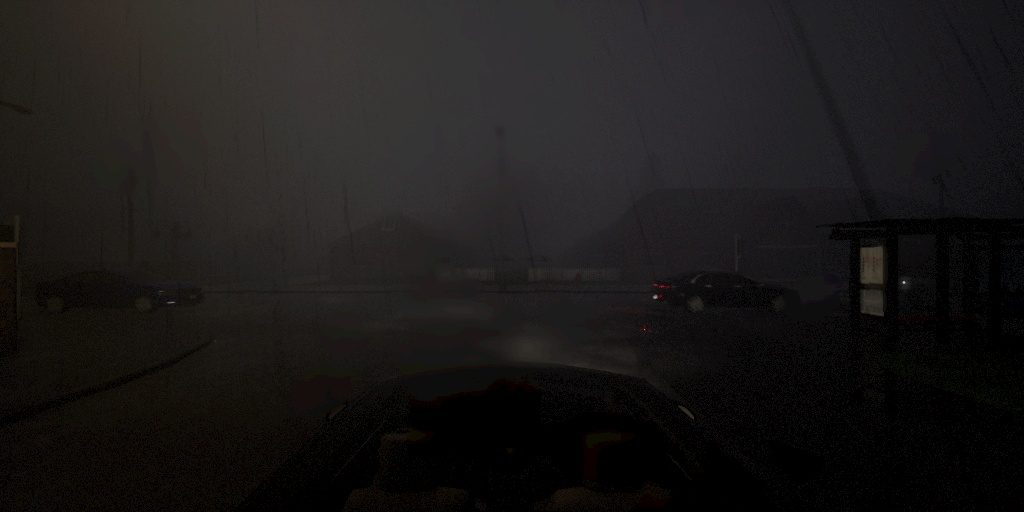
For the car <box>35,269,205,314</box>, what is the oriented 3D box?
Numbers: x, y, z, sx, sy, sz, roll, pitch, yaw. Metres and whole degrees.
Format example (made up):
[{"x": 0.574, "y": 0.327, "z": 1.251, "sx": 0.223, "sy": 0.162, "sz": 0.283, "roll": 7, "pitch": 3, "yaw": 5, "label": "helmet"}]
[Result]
[{"x": -14.234, "y": 1.228, "z": 13.207, "sx": 5.008, "sy": 1.535, "sz": 1.882, "roll": 0, "pitch": 0, "yaw": 0, "label": "car"}]

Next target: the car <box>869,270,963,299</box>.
[{"x": 20.338, "y": 1.351, "z": 17.314, "sx": 4.718, "sy": 1.301, "sz": 1.895, "roll": 0, "pitch": 0, "yaw": 0, "label": "car"}]

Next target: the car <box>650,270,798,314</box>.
[{"x": 7.666, "y": 1.254, "z": 13.148, "sx": 4.892, "sy": 1.490, "sz": 1.837, "roll": 0, "pitch": 0, "yaw": 0, "label": "car"}]

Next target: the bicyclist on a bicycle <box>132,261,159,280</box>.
[{"x": -22.104, "y": 1.099, "z": 21.627, "sx": 0.582, "sy": 1.620, "sz": 1.656, "roll": 0, "pitch": 0, "yaw": 0, "label": "bicyclist on a bicycle"}]
